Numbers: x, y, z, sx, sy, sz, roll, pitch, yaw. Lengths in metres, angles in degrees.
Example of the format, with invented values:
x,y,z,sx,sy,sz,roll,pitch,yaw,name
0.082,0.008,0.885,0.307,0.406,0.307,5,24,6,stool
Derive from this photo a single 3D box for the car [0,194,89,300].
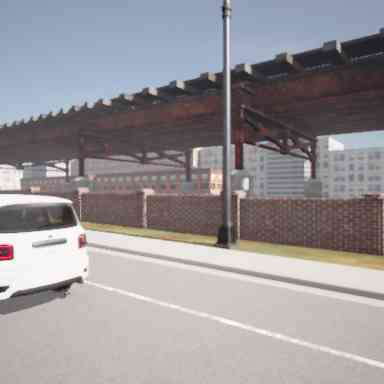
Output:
x,y,z,sx,sy,sz,roll,pitch,yaw,name
-4.619,1.057,7.291,5.566,2.045,2.150,1,1,36,car
